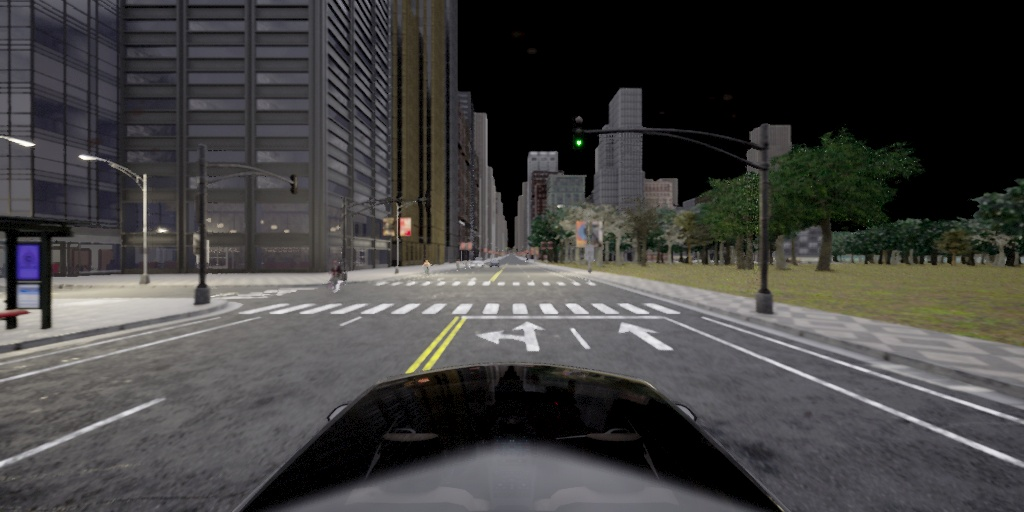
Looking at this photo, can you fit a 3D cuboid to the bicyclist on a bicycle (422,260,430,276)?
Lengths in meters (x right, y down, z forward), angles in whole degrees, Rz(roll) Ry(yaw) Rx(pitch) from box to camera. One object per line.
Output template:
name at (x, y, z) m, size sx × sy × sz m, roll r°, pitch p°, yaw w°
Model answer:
bicyclist on a bicycle at (-8.728, 1.206, 36.655) m, size 0.866 × 1.612 × 1.509 m, roll 0°, pitch 0°, yaw 0°

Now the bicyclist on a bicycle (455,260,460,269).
bicyclist on a bicycle at (-8.751, 1.384, 57.755) m, size 0.866 × 1.612 × 1.509 m, roll 0°, pitch 0°, yaw 0°

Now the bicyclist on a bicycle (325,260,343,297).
bicyclist on a bicycle at (-8.747, 1.084, 17.639) m, size 0.659 × 1.776 × 1.843 m, roll 0°, pitch 0°, yaw 0°
